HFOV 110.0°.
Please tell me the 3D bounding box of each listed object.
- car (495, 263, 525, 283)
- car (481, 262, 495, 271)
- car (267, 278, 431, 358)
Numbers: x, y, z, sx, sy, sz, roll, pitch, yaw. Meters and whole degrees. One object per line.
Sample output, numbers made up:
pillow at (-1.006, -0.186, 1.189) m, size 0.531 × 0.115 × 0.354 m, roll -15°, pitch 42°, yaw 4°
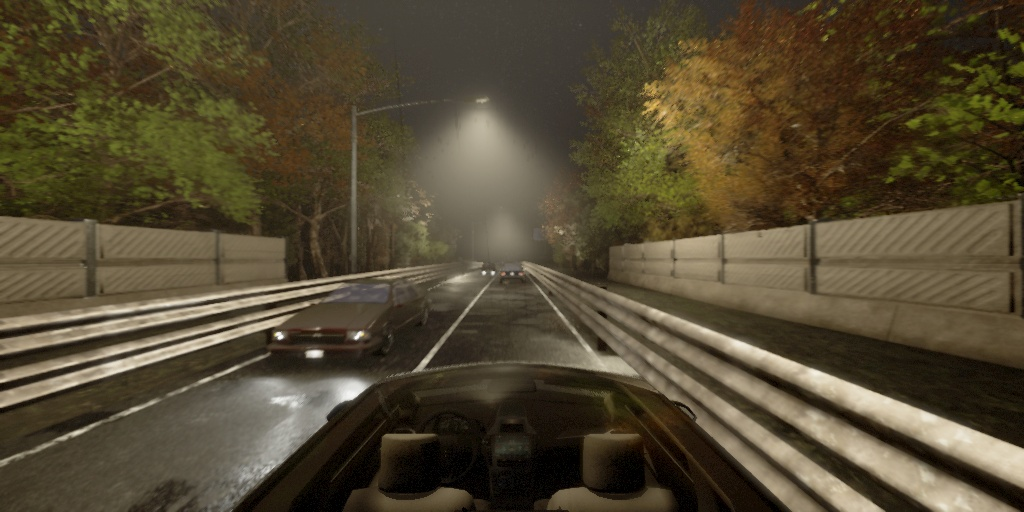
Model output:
car at (0.009, 1.272, 27.050) m, size 2.033 × 1.411 × 5.357 m, roll 0°, pitch 0°, yaw 0°
car at (-3.284, 1.496, 51.874) m, size 1.994 × 1.385 × 4.181 m, roll 0°, pitch -1°, yaw 1°
car at (-3.347, 1.270, 8.746) m, size 2.033 × 1.411 × 5.357 m, roll 0°, pitch 0°, yaw 0°
